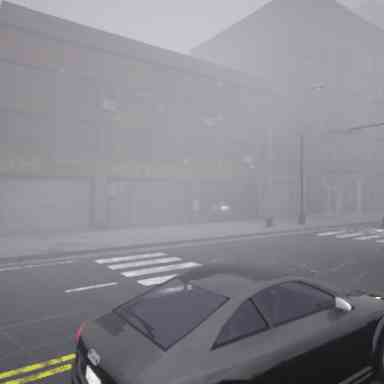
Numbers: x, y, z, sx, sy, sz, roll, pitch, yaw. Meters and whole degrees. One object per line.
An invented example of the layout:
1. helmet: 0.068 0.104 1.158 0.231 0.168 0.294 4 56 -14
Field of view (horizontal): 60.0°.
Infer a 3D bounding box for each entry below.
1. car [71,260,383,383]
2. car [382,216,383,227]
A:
1. car: 0.794 1.570 4.003 4.181 1.385 1.994 0 0 -35
2. car: 14.309 1.573 21.879 4.674 1.442 1.812 0 0 -37
